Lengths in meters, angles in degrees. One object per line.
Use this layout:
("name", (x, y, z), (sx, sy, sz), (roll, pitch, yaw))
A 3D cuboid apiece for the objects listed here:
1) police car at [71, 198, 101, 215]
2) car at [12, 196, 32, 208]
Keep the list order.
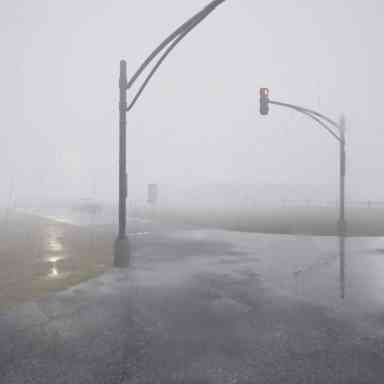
("police car", (-11.358, 1.507, 35.336), (1.930, 1.638, 5.238), (0, 0, -36))
("car", (-26.096, 1.450, 51.039), (2.097, 1.767, 4.553), (0, 0, -36))
